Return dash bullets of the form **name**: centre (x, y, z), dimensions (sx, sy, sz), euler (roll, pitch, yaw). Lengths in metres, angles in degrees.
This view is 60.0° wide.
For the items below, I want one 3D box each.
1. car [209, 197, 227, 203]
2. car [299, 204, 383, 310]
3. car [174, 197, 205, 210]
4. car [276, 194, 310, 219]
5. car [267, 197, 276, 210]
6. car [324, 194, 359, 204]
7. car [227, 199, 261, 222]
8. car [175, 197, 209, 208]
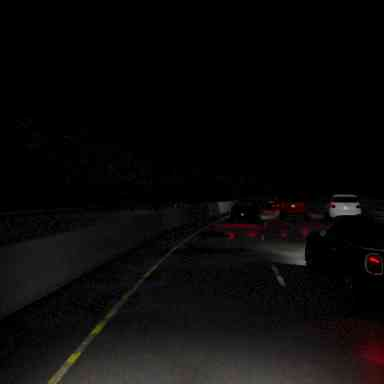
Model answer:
- **car**: centre (4.620, 1.482, 59.105), dimensions (1.895, 1.301, 4.718), euler (0, 0, 34)
- **car**: centre (4.213, 1.343, 7.879), dimensions (2.097, 1.767, 4.553), euler (0, 0, 5)
- **car**: centre (-0.196, 1.397, 43.637), dimensions (2.128, 1.511, 4.902), euler (0, 0, 26)
- **car**: centre (8.661, 1.177, 28.082), dimensions (2.150, 2.045, 5.566), euler (0, 0, 19)
- **car**: centre (10.793, 1.420, 41.726), dimensions (2.128, 1.511, 4.902), euler (0, 0, 26)
- **car**: centre (11.542, 1.187, 25.724), dimensions (2.150, 2.045, 5.566), euler (0, 0, 18)
- **car**: centre (4.249, 1.430, 25.674), dimensions (1.882, 1.535, 5.008), euler (0, 0, 16)
- **car**: centre (-0.141, 1.525, 35.030), dimensions (1.895, 1.301, 4.718), euler (0, 0, 22)
